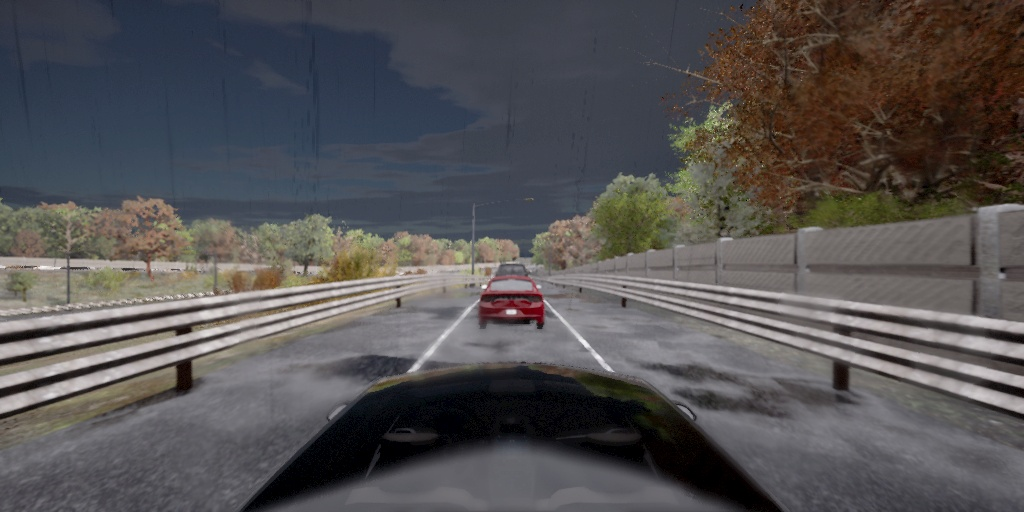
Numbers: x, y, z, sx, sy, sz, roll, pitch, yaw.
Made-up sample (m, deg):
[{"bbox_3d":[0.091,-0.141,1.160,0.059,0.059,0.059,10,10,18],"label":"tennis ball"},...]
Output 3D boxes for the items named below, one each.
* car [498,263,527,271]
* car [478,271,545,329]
[{"bbox_3d":[0.042,1.559,23.619,2.150,2.045,5.566,0,-3,1],"label":"car"},{"bbox_3d":[-0.012,1.392,11.892,1.882,1.535,5.008,0,-2,0],"label":"car"}]
